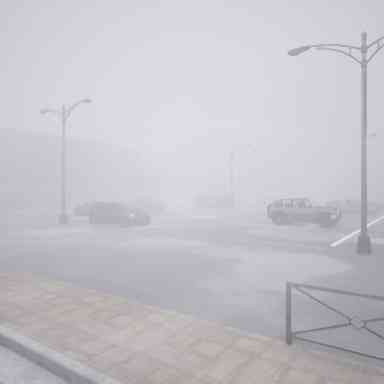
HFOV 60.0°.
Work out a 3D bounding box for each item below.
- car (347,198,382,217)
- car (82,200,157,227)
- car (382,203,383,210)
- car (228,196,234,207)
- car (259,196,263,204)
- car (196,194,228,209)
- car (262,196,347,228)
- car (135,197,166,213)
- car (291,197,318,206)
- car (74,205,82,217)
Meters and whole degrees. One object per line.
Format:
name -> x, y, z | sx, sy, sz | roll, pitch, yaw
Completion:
car -> 15.124, 1.487, 31.589 | 4.514, 1.523, 2.007 | 0, 0, 35
car -> -4.844, 1.487, 21.969 | 4.514, 1.523, 2.007 | 0, 0, 35
car -> 20.939, 1.509, 39.716 | 3.633, 1.501, 1.845 | 0, 0, 35
car -> 3.720, 1.287, 47.501 | 4.605, 1.855, 1.932 | 0, 0, 35
car -> 14.582, 1.563, 62.580 | 3.633, 1.501, 1.845 | 0, 0, 35
car -> 2.375, 1.266, 44.893 | 3.866, 1.878, 1.905 | 0, 0, 35
car -> 7.337, 1.286, 21.840 | 4.605, 1.855, 1.932 | 0, 0, 35
car -> -5.026, 1.343, 34.456 | 5.027, 1.636, 2.152 | 0, 0, 35
car -> 18.911, 1.574, 55.857 | 3.806, 1.475, 1.970 | 0, 0, 35
car -> -8.475, 1.421, 29.035 | 3.806, 1.475, 1.970 | 0, 0, 35
